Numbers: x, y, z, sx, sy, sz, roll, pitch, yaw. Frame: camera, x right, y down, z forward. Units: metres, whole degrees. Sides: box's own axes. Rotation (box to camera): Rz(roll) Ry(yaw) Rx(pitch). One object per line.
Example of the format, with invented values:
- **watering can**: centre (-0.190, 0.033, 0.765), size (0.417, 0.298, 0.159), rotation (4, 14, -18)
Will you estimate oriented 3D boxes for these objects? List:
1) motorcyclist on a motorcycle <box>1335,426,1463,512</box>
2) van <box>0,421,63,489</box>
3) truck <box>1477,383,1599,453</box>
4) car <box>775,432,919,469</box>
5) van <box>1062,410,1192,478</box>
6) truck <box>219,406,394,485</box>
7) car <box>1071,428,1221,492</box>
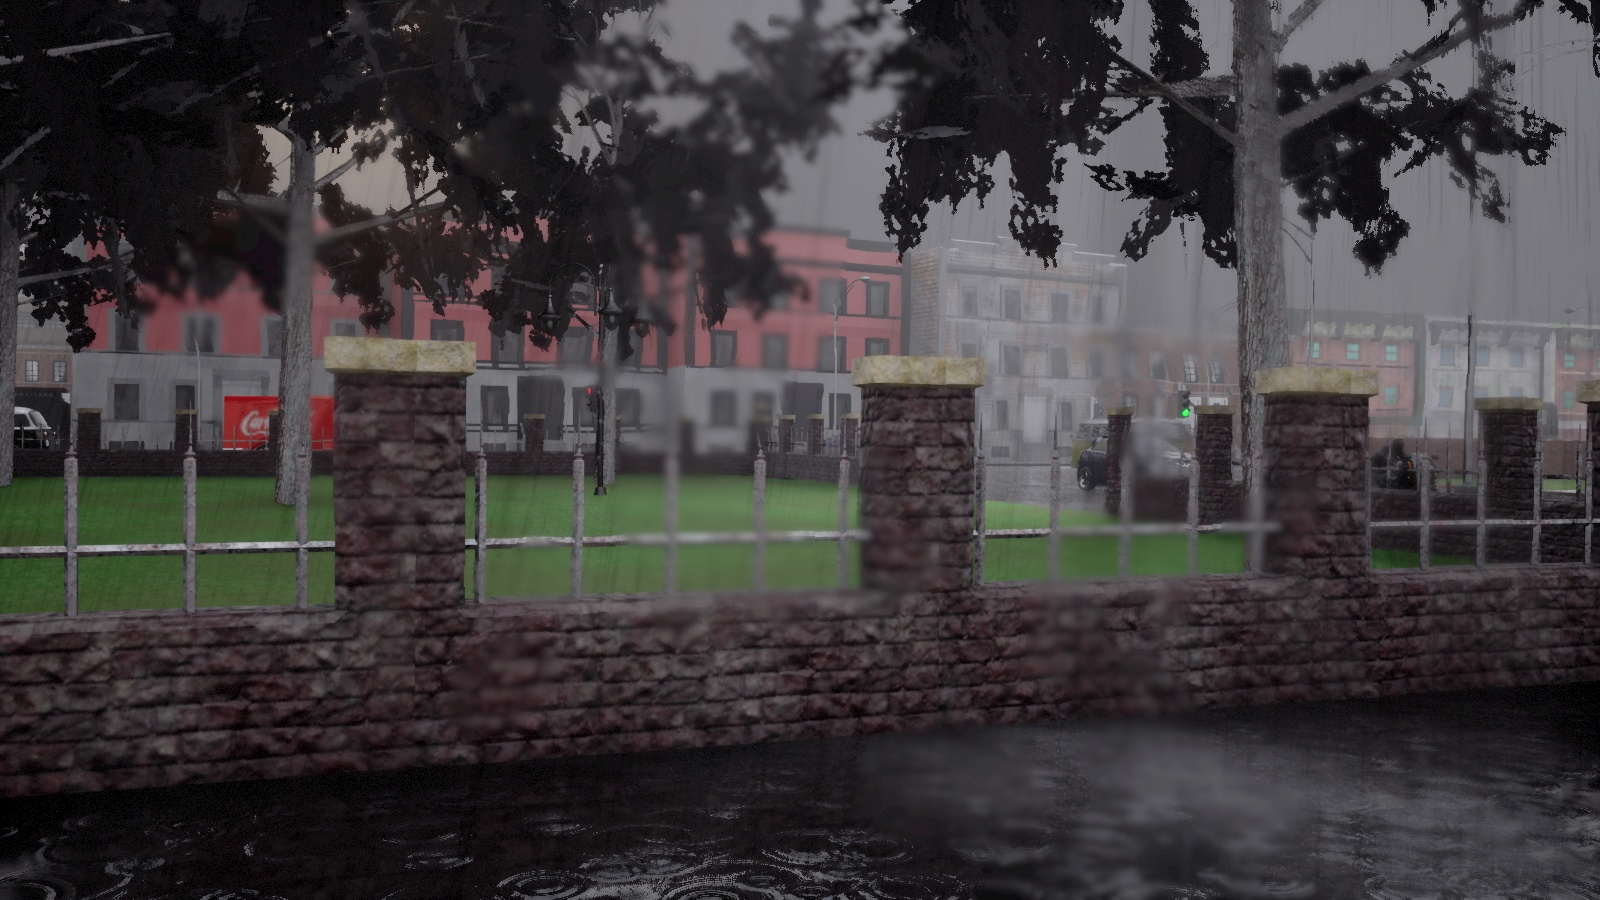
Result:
- **motorcyclist on a motorcycle**: centre (11.227, 0.327, 23.635), size (0.866, 1.530, 2.191), rotation (-1, 1, -21)
- **van**: centre (-25.457, 0.169, 38.585), size (4.480, 2.038, 2.069), rotation (-1, 1, -19)
- **truck**: centre (39.333, -1.667, 65.019), size (7.936, 3.462, 2.891), rotation (-1, 1, -19)
- **car**: centre (1.887, 0.005, 50.383), size (5.357, 1.411, 2.033), rotation (0, 1, 21)
- **van**: centre (10.142, -0.198, 39.277), size (1.775, 1.987, 4.442), rotation (-1, 1, -19)
- **truck**: centre (-16.271, -0.192, 41.748), size (5.204, 2.467, 2.627), rotation (-1, 1, -18)
- **car**: centre (8.567, 0.208, 31.409), size (1.845, 1.501, 3.633), rotation (-1, 1, -20)
